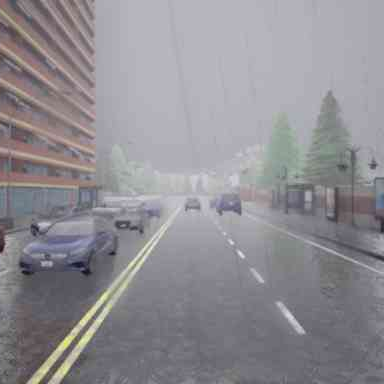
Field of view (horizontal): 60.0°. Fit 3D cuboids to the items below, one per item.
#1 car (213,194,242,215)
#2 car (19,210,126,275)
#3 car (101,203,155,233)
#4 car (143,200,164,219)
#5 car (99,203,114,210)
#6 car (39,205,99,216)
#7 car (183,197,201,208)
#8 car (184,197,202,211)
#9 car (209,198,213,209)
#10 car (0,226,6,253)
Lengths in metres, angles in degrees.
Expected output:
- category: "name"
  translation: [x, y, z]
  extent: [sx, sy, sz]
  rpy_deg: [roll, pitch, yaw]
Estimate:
- category: "car"
  translation: [3.614, 1.203, 33.252]
  extent: [2.150, 2.045, 5.566]
  rpy_deg: [0, 0, 0]
- category: "car"
  translation: [-3.580, 1.521, 10.557]
  extent: [1.812, 1.442, 4.674]
  rpy_deg: [0, 0, 0]
- category: "car"
  translation: [-3.571, 1.555, 19.317]
  extent: [1.994, 1.385, 4.181]
  rpy_deg: [0, 0, 1]
- category: "car"
  translation: [-3.557, 1.463, 29.468]
  extent: [1.882, 1.535, 5.008]
  rpy_deg: [0, 0, 0]
- category: "car"
  translation: [-7.059, 1.587, 28.534]
  extent: [1.895, 1.301, 4.718]
  rpy_deg: [0, 0, 0]
- category: "car"
  translation: [-7.079, 1.483, 18.372]
  extent: [2.128, 1.511, 4.902]
  rpy_deg: [0, 0, 0]
- category: "car"
  translation: [-0.008, 1.468, 49.168]
  extent: [2.128, 1.511, 4.902]
  rpy_deg: [0, 0, -6]
- category: "car"
  translation: [0.117, 1.472, 39.456]
  extent: [2.128, 1.511, 4.902]
  rpy_deg: [0, 0, 0]
- category: "car"
  translation: [3.519, 1.329, 45.457]
  extent: [2.097, 1.767, 4.553]
  rpy_deg: [0, 0, 0]
- category: "car"
  translation: [-7.084, 1.474, 8.905]
  extent: [1.882, 1.535, 5.008]
  rpy_deg: [0, 0, 0]
